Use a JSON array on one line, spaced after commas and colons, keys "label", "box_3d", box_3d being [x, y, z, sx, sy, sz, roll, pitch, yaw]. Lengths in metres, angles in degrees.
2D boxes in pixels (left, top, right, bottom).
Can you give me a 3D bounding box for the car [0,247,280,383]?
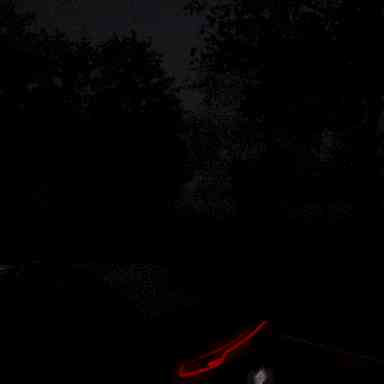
[{"label": "car", "box_3d": [-1.412, 1.484, 4.384, 5.008, 1.535, 1.882, 0, 0, 35]}]
